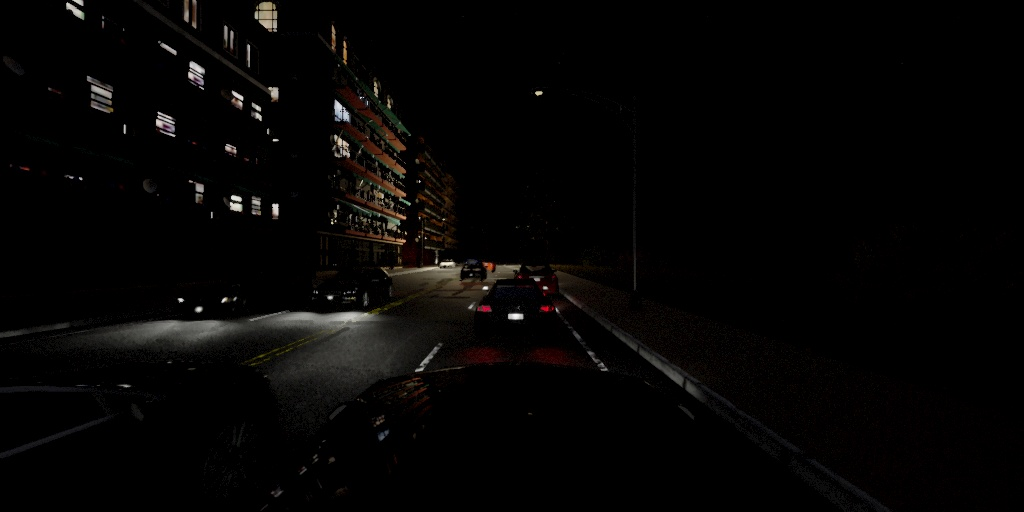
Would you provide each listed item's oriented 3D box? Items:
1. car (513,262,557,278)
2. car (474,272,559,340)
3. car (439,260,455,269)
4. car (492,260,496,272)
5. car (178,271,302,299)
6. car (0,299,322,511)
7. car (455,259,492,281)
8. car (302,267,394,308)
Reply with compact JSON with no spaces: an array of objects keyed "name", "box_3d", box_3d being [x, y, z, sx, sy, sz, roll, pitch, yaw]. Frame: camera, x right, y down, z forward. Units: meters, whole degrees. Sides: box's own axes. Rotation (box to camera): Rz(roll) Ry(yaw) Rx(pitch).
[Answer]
[{"name":"car","box_3d":[1.144,1.103,18.563,2.097,1.767,4.553,0,0,0]},{"name":"car","box_3d":[0.097,1.315,9.983,1.994,1.385,4.181,0,0,0]},{"name":"car","box_3d":[-9.818,1.276,54.906,1.812,1.442,4.674,0,0,0]},{"name":"car","box_3d":[-3.132,1.103,44.993,2.097,1.767,4.553,0,0,1]},{"name":"car","box_3d":[-9.845,1.299,13.931,2.033,1.411,5.357,0,0,0]},{"name":"car","box_3d":[-3.153,1.241,1.439,2.128,1.511,4.902,0,0,0]},{"name":"car","box_3d":[-3.139,1.243,29.927,2.128,1.511,4.902,0,0,0]},{"name":"car","box_3d":[-6.596,1.257,15.427,1.837,1.490,4.892,0,0,0]}]
